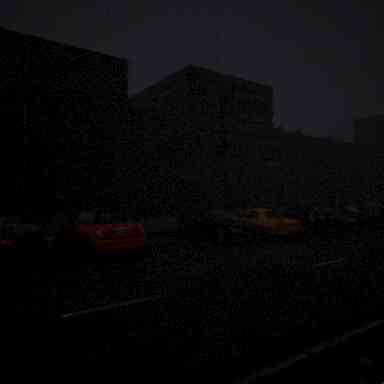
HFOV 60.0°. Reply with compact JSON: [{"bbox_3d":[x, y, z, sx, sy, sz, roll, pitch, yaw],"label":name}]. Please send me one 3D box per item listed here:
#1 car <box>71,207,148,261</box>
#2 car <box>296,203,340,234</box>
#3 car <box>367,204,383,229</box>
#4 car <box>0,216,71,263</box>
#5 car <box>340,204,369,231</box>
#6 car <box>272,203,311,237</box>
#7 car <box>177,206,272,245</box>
[{"bbox_3d":[-3.521,1.357,12.700,2.185,1.767,4.553,0,0,-35],"label":"car"},{"bbox_3d":[5.585,1.420,19.085,2.185,1.767,4.553,0,0,-35],"label":"car"},{"bbox_3d":[10.110,1.582,22.296,2.097,1.535,5.008,0,0,-35],"label":"car"},{"bbox_3d":[-5.814,1.513,11.130,2.002,1.452,4.674,0,0,-35],"label":"car"},{"bbox_3d":[7.855,1.593,20.674,2.163,1.488,4.792,0,0,-35],"label":"car"},{"bbox_3d":[3.282,1.526,17.732,1.946,1.575,5.366,0,0,-35],"label":"car"},{"bbox_3d":[1.109,1.514,15.990,2.231,1.521,4.892,0,0,-35],"label":"car"}]
